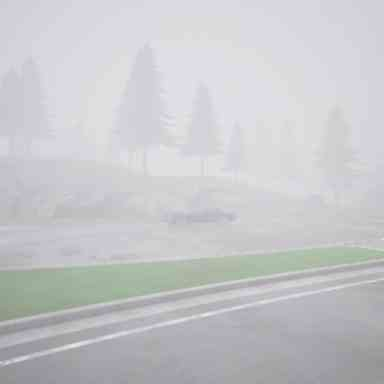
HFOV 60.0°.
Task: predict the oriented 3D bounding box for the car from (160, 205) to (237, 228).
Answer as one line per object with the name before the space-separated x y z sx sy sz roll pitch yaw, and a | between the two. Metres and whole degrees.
car | 0.389 1.522 21.391 4.718 1.301 1.895 0 0 -24
